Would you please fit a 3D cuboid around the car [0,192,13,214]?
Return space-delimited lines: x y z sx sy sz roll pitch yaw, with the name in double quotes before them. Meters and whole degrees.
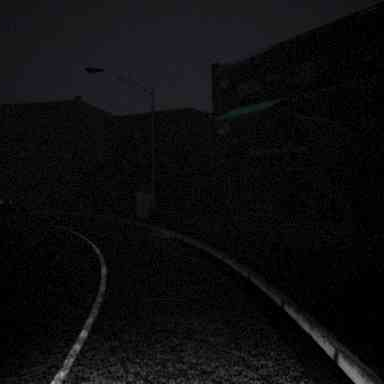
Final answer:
"car" -15.610 0.805 24.532 4.553 1.767 2.097 -1 2 20
